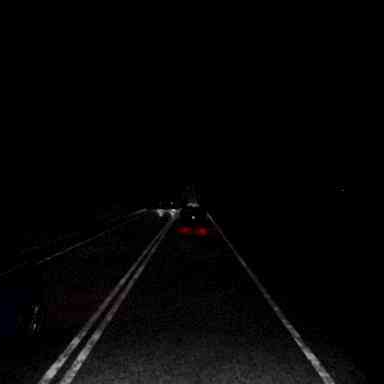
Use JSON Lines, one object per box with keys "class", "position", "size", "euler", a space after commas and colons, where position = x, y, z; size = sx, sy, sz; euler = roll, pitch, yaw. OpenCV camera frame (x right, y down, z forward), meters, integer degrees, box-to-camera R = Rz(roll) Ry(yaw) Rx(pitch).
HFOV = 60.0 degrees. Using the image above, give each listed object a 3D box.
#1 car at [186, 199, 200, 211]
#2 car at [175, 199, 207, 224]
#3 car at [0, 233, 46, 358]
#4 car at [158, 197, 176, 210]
{"class": "car", "position": [0.119, 1.613, 43.011], "size": [1.812, 1.442, 4.674], "euler": [0, 0, 0]}
{"class": "car", "position": [0.106, 1.511, 24.945], "size": [2.128, 1.511, 4.902], "euler": [0, 0, 0]}
{"class": "car", "position": [-3.350, 1.354, 3.345], "size": [2.097, 1.767, 4.553], "euler": [0, 0, 0]}
{"class": "car", "position": [-3.308, 1.451, 44.902], "size": [2.097, 1.767, 4.553], "euler": [0, 0, 0]}
